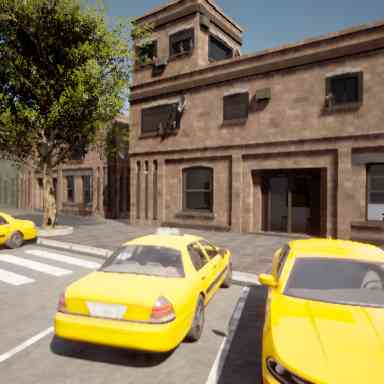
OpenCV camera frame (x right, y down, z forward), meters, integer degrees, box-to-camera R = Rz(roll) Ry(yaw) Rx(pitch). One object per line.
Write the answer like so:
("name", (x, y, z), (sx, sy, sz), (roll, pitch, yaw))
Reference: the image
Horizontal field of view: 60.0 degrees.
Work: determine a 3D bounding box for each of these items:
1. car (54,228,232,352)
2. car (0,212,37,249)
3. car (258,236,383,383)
("car", (-0.372, 1.472, 6.581), (1.946, 1.575, 5.366), (1, 0, 16))
("car", (-7.805, 1.357, 11.463), (1.946, 1.575, 5.366), (1, 0, 16))
("car", (2.036, 1.482, 4.674), (2.097, 1.535, 5.008), (1, 0, 15))
